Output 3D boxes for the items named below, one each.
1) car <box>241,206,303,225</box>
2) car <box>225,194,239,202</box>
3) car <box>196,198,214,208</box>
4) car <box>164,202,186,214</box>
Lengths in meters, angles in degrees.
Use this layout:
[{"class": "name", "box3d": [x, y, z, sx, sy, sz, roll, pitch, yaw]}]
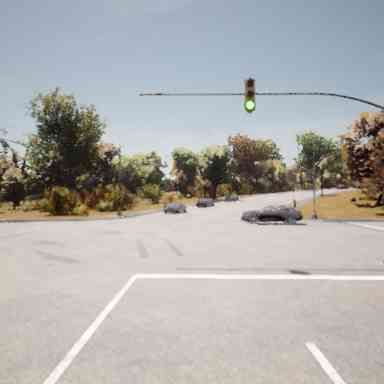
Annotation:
[{"class": "car", "box3d": [6.436, 1.849, 26.924, 4.902, 1.511, 2.128, 0, -1, 3]}, {"class": "car", "box3d": [8.350, 1.201, 69.293, 1.812, 1.442, 4.674, 0, 3, 27]}, {"class": "car", "box3d": [2.254, 1.755, 56.170, 1.882, 1.535, 5.008, 0, 2, 22]}, {"class": "car", "box3d": [-2.112, 2.024, 43.055, 1.812, 1.442, 4.674, 0, 0, 16]}]
